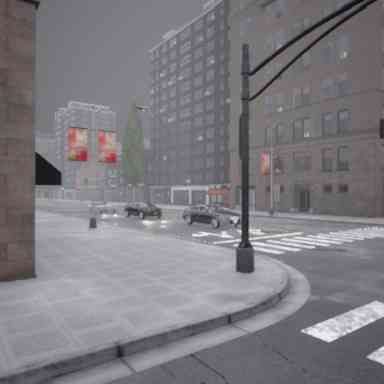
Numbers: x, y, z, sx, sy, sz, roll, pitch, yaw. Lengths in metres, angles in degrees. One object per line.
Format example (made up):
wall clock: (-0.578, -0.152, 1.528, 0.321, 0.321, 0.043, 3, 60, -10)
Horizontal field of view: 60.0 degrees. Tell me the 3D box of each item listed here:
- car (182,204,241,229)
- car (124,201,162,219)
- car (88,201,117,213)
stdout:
car: (1.247, 1.563, 22.524, 2.128, 1.511, 4.902, 0, 0, -36)
car: (-4.577, 1.588, 30.634, 1.882, 1.535, 5.008, 0, 0, -35)
car: (-10.480, 1.750, 38.868, 1.895, 1.301, 4.718, 0, 0, -36)
